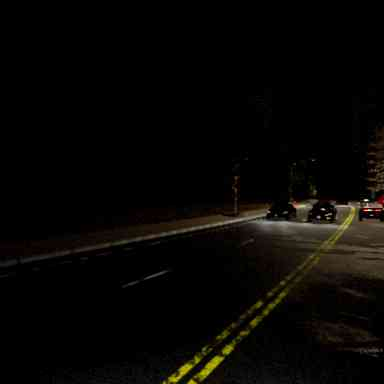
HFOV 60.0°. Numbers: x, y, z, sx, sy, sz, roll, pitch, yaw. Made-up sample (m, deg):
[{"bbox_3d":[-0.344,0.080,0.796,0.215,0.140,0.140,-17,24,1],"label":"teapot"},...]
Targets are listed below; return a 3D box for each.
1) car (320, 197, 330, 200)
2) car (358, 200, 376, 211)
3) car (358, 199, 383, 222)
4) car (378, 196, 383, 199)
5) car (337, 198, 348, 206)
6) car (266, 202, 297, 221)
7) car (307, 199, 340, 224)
[{"bbox_3d":[25.980,1.776,65.371,1.882,1.535,5.008,1,0,25],"label":"car"},{"bbox_3d":[24.499,1.838,46.651,2.033,1.411,5.357,1,0,26],"label":"car"},{"bbox_3d":[15.305,1.667,28.394,2.128,1.511,4.902,1,0,28],"label":"car"},{"bbox_3d":[30.695,1.589,52.228,2.150,2.045,5.566,1,0,25],"label":"car"},{"bbox_3d":[28.949,1.888,64.054,1.994,1.385,4.181,1,0,25],"label":"car"},{"bbox_3d":[7.769,1.606,28.453,1.812,1.442,4.674,1,0,28],"label":"car"},{"bbox_3d":[10.480,1.620,26.634,1.837,1.490,4.892,1,0,28],"label":"car"}]
